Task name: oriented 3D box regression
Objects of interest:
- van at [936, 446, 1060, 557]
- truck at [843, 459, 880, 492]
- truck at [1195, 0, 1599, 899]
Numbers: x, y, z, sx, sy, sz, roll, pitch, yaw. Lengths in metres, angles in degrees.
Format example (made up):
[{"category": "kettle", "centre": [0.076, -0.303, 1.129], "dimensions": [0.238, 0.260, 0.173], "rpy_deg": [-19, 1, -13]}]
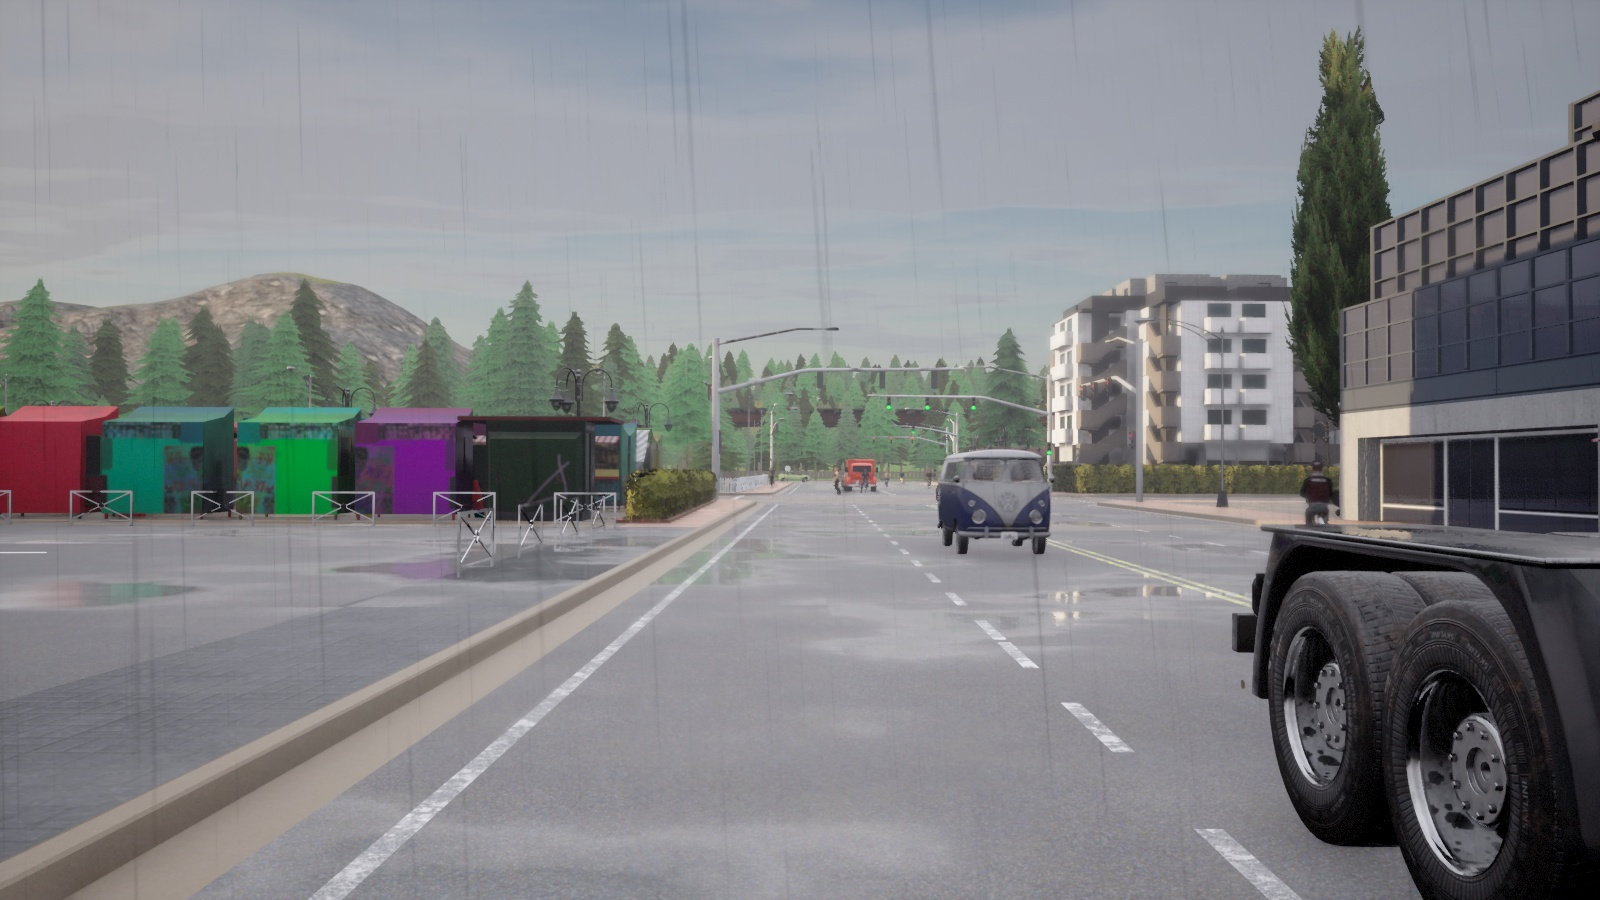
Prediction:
[{"category": "van", "centre": [3.794, 0.967, 24.767], "dimensions": [1.775, 1.987, 4.442], "rpy_deg": [0, -1, 1]}, {"category": "truck", "centre": [4.721, 1.938, 97.140], "dimensions": [2.627, 2.467, 5.204], "rpy_deg": [0, -1, 1]}, {"category": "truck", "centre": [3.522, -0.137, 2.678], "dimensions": [2.891, 3.462, 7.936], "rpy_deg": [0, -1, 1]}]
